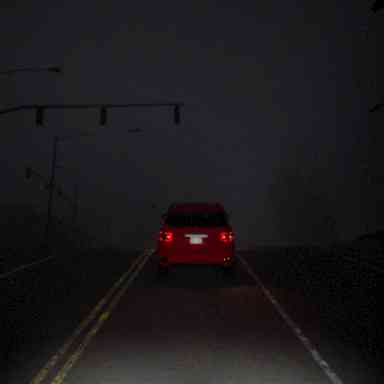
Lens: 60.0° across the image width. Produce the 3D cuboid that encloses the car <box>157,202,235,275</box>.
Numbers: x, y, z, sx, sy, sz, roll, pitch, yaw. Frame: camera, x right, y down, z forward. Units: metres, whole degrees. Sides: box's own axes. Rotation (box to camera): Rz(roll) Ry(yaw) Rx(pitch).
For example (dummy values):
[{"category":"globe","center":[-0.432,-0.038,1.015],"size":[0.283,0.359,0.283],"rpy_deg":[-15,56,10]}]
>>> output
[{"category":"car","center":[0.111,1.353,11.040],"size":[2.150,2.045,5.566],"rpy_deg":[0,-1,0]}]
